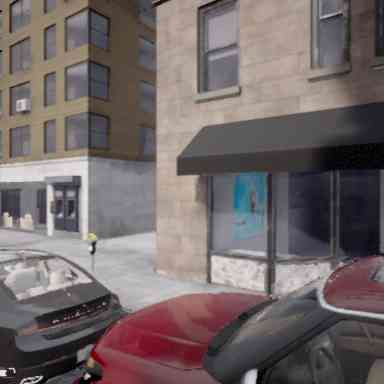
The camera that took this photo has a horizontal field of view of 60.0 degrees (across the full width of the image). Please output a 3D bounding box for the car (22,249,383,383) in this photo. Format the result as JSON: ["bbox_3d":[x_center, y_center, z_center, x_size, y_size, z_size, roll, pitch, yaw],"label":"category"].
[{"bbox_3d":[1.459,1.315,1.852,5.009,1.841,2.192,0,0,36],"label":"car"}]

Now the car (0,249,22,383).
[{"bbox_3d":[-2.944,1.550,4.989,4.403,1.369,2.008,0,0,36],"label":"car"}]
